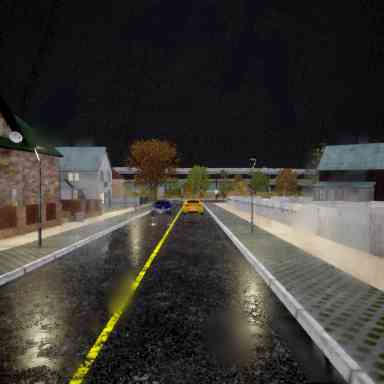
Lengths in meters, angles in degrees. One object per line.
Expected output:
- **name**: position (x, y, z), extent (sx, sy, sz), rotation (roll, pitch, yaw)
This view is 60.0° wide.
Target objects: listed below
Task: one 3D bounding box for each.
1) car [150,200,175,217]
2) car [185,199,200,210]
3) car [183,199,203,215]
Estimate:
- **car**: position (-2.798, 1.518, 31.909), extent (1.812, 1.442, 4.674), rotation (0, 0, 0)
- **car**: position (0.129, 1.602, 44.475), extent (1.895, 1.301, 4.718), rotation (0, 0, 0)
- **car**: position (0.123, 1.471, 33.935), extent (1.882, 1.535, 5.008), rotation (0, 0, 0)
